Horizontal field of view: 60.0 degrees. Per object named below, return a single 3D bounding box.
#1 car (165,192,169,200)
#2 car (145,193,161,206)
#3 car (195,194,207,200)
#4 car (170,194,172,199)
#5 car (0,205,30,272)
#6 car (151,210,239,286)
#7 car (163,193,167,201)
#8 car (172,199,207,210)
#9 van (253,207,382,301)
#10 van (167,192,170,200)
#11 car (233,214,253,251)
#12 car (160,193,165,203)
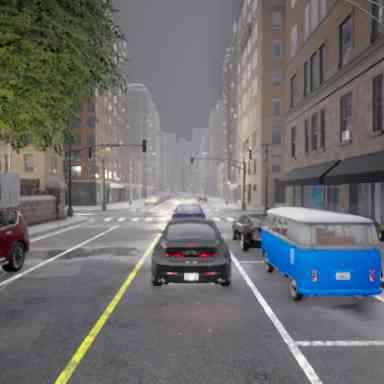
[{"bbox_3d":[-6.396,1.309,67.908,1.887,1.381,4.507,0,0,-1],"label":"car"},{"bbox_3d":[-6.218,1.342,51.386,1.752,1.417,4.829,0,0,-1],"label":"car"},{"bbox_3d":[2.127,1.205,68.035,1.967,1.590,4.097,0,0,-1],"label":"car"},{"bbox_3d":[-6.514,1.284,78.808,2.008,1.369,4.403,0,0,-1],"label":"car"},{"bbox_3d":[-5.750,1.289,7.870,2.192,1.841,5.009,0,0,-1],"label":"car"},{"bbox_3d":[-0.027,1.476,9.265,1.837,1.490,4.892,0,0,0],"label":"car"},{"bbox_3d":[-6.338,1.325,62.457,1.887,1.381,4.507,0,0,-1],"label":"car"},{"bbox_3d":[-0.170,1.414,19.230,1.882,1.535,5.008,0,0,0],"label":"car"},{"bbox_3d":[2.774,1.316,8.001,1.690,1.788,3.998,0,0,-1],"label":"van"},{"bbox_3d":[-6.455,1.089,73.357,1.690,1.788,3.998,0,0,-1],"label":"van"},{"bbox_3d":[2.714,1.522,13.662,1.947,1.339,4.313,0,0,-1],"label":"car"},{"bbox_3d":[-6.279,1.348,57.006,2.008,1.369,4.403,0,0,-1],"label":"car"}]
